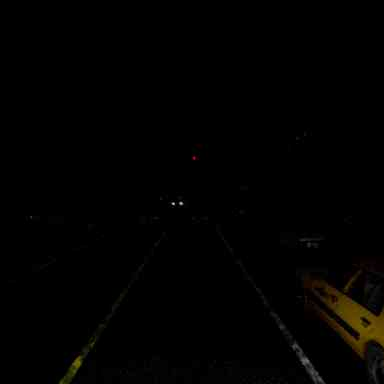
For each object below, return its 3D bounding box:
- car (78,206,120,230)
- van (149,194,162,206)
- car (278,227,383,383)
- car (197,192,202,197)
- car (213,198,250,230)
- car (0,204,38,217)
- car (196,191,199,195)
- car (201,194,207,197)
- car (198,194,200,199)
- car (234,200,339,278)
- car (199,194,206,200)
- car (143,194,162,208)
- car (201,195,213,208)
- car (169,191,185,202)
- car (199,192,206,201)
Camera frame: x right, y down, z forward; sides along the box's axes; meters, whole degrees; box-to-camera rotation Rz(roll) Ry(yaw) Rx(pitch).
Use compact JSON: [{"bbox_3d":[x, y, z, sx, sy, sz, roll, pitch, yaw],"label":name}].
[{"bbox_3d":[-5.761,1.540,21.005,1.947,1.339,4.313,0,0,0],"label":"car"},{"bbox_3d":[-5.757,1.241,52.984,1.690,1.788,3.998,0,0,0],"label":"van"},{"bbox_3d":[2.763,1.521,4.695,1.752,1.417,4.829,0,0,0],"label":"car"},{"bbox_3d":[2.769,1.379,74.646,1.887,1.381,4.507,0,0,0],"label":"car"},{"bbox_3d":[2.765,1.290,20.986,2.192,1.841,5.009,0,0,0],"label":"car"},{"bbox_3d":[-18.277,1.859,33.080,5.357,1.411,2.033,-1,0,0],"label":"car"},{"bbox_3d":[2.771,1.111,85.486,2.192,1.841,5.009,0,0,0],"label":"car"},{"bbox_3d":[2.767,1.483,52.965,1.802,1.307,4.206,0,0,0],"label":"car"},{"bbox_3d":[2.769,1.434,69.226,1.802,1.307,4.206,0,0,0],"label":"car"},{"bbox_3d":[2.764,1.306,10.011,2.192,1.841,5.009,0,0,0],"label":"car"},{"bbox_3d":[2.770,1.300,91.077,1.752,1.417,4.829,0,0,0],"label":"car"},{"bbox_3d":[-5.758,1.229,47.564,2.192,1.841,5.009,0,0,0],"label":"car"},{"bbox_3d":[2.767,1.481,47.545,1.947,1.339,4.313,0,0,0],"label":"car"},{"bbox_3d":[-2.996,1.210,68.544,2.097,1.767,4.553,0,0,0],"label":"car"},{"bbox_3d":[2.768,1.326,58.385,1.967,1.590,4.097,0,0,0],"label":"car"}]
